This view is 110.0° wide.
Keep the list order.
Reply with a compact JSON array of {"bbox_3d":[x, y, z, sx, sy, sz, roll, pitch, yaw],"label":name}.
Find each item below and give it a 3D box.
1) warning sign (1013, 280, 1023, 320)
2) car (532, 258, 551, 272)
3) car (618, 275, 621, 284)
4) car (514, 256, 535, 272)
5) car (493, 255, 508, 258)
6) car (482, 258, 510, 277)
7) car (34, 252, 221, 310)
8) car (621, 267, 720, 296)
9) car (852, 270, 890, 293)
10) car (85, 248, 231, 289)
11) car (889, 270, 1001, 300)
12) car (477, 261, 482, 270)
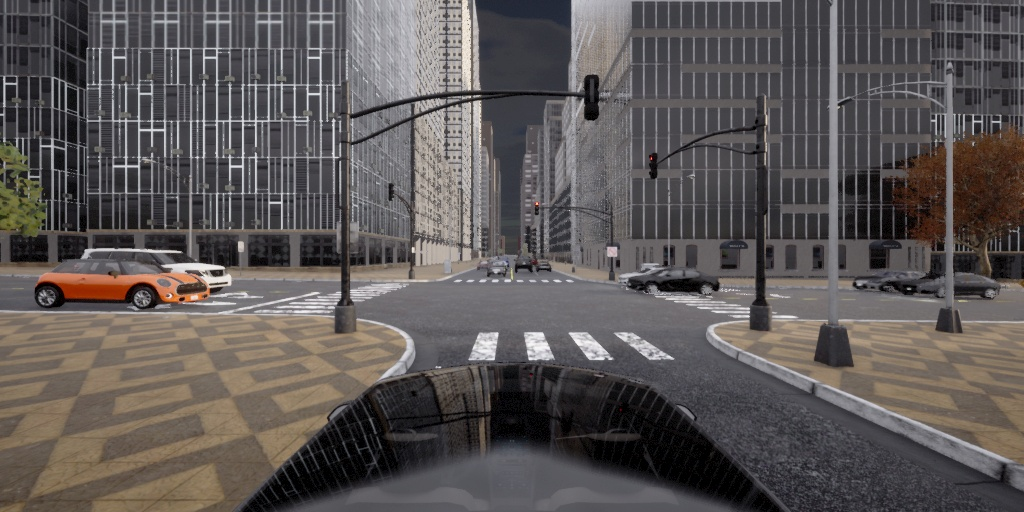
[{"bbox_3d":[17.281,1.204,11.543,1.060,1.860,1.300,0,0,-3],"label":"warning sign"},{"bbox_3d":[3.957,1.329,45.354,1.948,1.339,4.313,0,0,0],"label":"car"},{"bbox_3d":[9.612,1.472,24.248,4.674,1.442,1.812,1,0,3],"label":"car"},{"bbox_3d":[1.426,0.984,46.313,2.150,2.045,5.566,0,0,-1],"label":"car"},{"bbox_3d":[-1.545,0.965,60.838,2.150,2.045,5.566,0,2,0],"label":"car"},{"bbox_3d":[-1.471,1.259,35.777,2.128,1.511,4.902,0,0,0],"label":"car"},{"bbox_3d":[-13.725,0.876,12.877,4.553,1.767,2.097,1,0,-3],"label":"car"},{"bbox_3d":[9.237,1.411,20.634,5.008,1.535,1.882,1,0,-3],"label":"car"},{"bbox_3d":[26.292,1.737,24.666,4.902,1.511,2.128,1,0,-3],"label":"car"},{"bbox_3d":[-15.926,0.704,16.031,5.566,2.045,2.150,1,0,-3],"label":"car"},{"bbox_3d":[26.004,1.746,21.400,4.892,1.490,1.837,1,0,-3],"label":"car"},{"bbox_3d":[-3.993,1.343,50.853,1.802,1.307,4.207,0,0,0],"label":"car"}]
